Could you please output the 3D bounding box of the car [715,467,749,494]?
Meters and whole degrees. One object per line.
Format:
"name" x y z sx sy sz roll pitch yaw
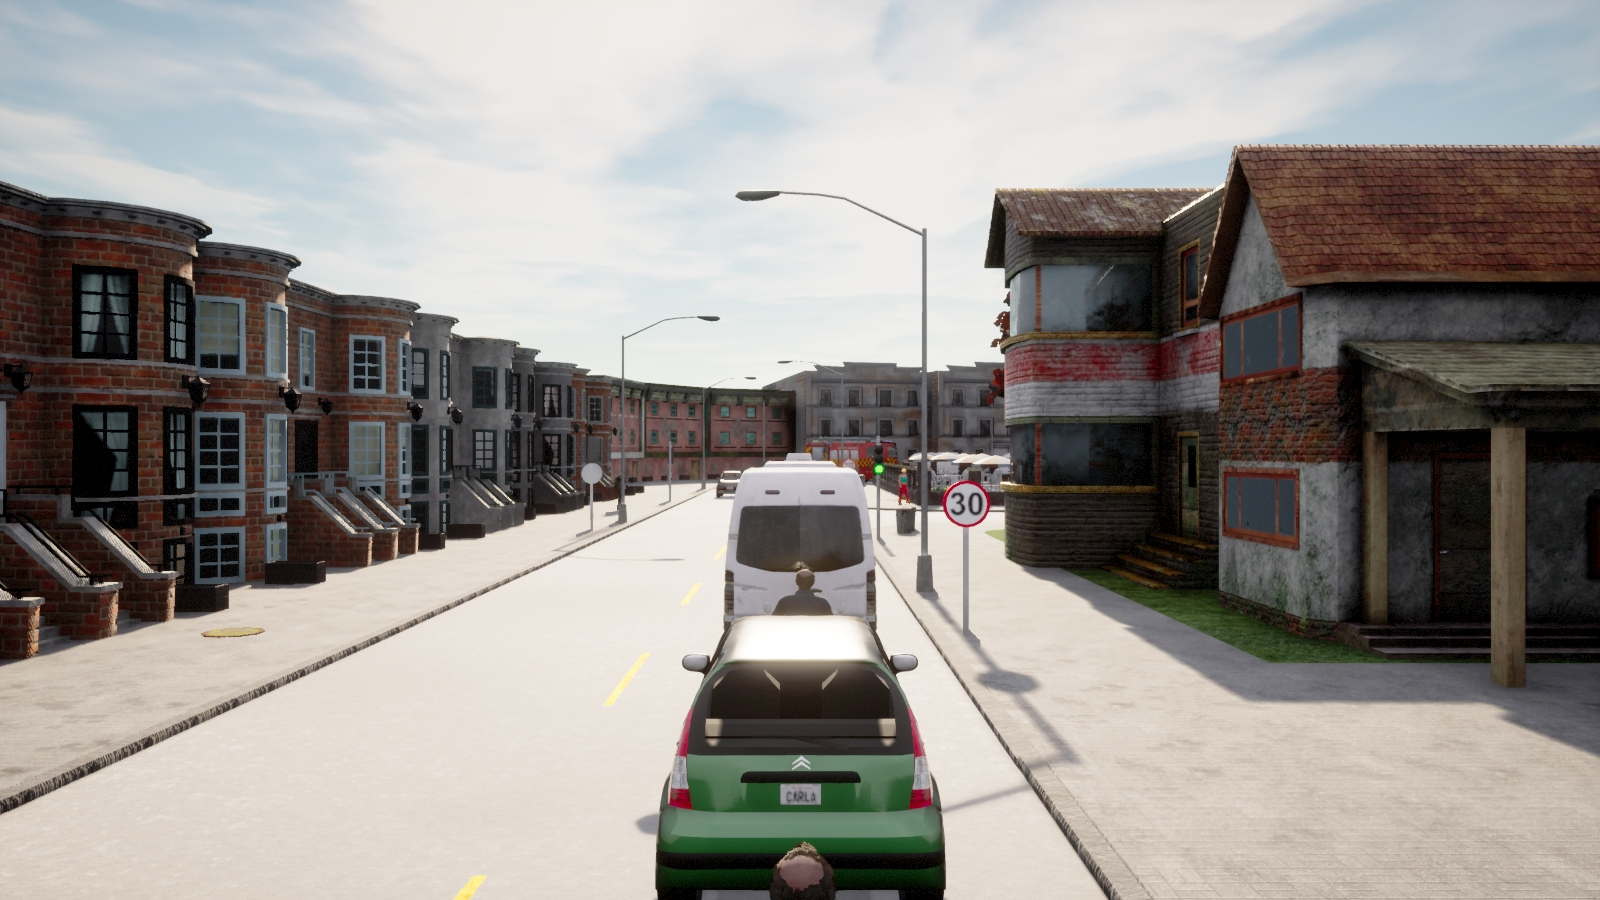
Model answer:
"car" -4.014 1.781 67.520 1.789 1.549 3.705 0 0 0

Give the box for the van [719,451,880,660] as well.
"van" -0.006 1.308 17.058 1.988 2.561 5.915 0 0 0

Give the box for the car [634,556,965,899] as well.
"car" -0.003 1.776 8.384 1.851 1.617 3.988 0 0 0

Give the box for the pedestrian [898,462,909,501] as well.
"pedestrian" 4.929 1.495 54.615 0.375 1.860 0.375 0 0 -26

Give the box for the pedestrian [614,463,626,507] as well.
"pedestrian" -7.730 1.507 49.070 0.375 1.860 0.375 0 0 19

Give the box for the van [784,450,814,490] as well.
"van" -0.059 1.286 76.777 1.988 2.561 5.915 0 0 0
